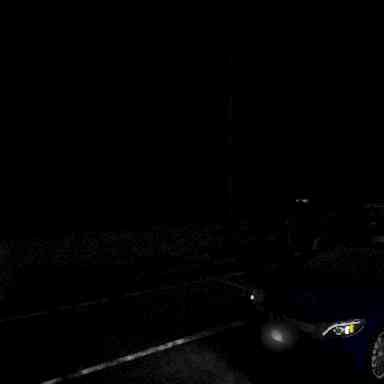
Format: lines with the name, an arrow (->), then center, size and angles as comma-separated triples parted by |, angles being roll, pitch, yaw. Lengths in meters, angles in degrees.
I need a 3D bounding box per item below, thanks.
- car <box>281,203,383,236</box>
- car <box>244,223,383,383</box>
car -> 4.775, 1.277, 9.936 | 5.009, 1.841, 2.192 | 0, 0, -35
car -> 2.955, 1.505, 5.487 | 4.674, 1.442, 1.812 | 0, 0, -36
